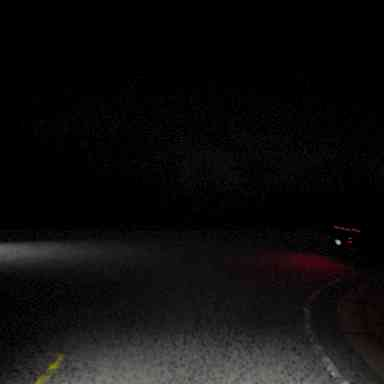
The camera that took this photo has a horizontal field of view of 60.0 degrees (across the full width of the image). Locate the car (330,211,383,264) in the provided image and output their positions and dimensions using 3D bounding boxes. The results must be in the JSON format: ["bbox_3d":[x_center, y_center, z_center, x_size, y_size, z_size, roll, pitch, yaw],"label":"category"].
[{"bbox_3d":[7.012,1.357,10.770,4.902,1.511,2.128,0,0,-7],"label":"car"}]
